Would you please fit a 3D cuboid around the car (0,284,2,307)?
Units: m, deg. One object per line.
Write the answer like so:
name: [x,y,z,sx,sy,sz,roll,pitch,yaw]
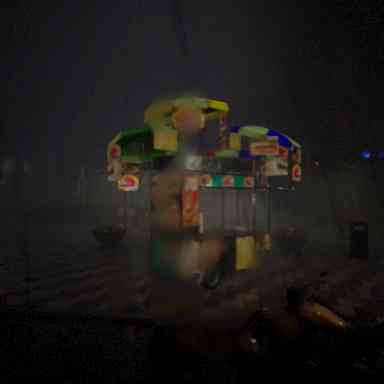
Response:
car: [-5.580,1.359,5.246,4.553,1.767,2.185,0,0,9]
